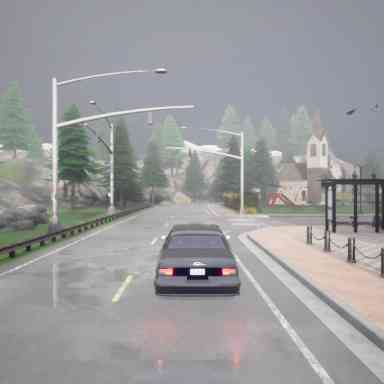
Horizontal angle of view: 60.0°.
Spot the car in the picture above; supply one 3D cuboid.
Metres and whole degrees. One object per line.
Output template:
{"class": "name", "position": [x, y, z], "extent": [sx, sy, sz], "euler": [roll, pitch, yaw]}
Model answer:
{"class": "car", "position": [0.103, 1.547, 8.762], "extent": [2.033, 1.411, 5.357], "euler": [0, 0, 0]}
